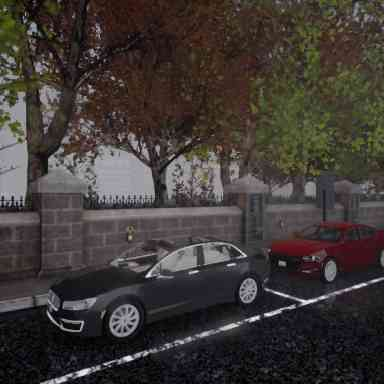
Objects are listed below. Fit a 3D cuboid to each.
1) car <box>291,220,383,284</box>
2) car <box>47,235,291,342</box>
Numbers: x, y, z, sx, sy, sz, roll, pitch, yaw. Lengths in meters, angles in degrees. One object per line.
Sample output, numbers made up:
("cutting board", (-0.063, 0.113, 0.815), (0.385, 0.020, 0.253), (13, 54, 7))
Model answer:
("car", (4.089, 1.546, 9.634), (4.507, 1.381, 1.887), (0, 0, -36))
("car", (-0.391, 1.551, 6.374), (4.403, 1.369, 2.008), (0, 0, -36))
